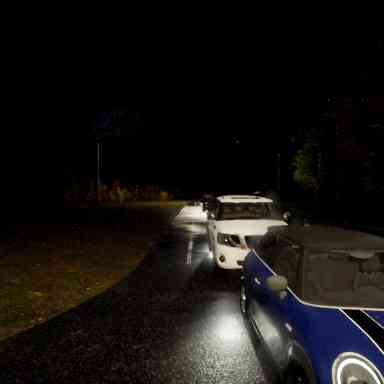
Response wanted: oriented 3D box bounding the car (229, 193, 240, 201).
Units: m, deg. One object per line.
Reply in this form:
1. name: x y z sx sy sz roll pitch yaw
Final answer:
1. car: 9.608 1.084 74.891 1.882 1.535 5.008 0 0 1

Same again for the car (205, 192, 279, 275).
1. car: 1.666 1.160 10.542 2.150 2.045 5.566 0 0 1

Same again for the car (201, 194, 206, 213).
1. car: 2.019 1.322 34.748 1.837 1.490 4.892 0 1 1

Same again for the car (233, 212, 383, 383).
1. car: 1.934 1.338 4.198 2.097 1.767 4.553 0 0 -1
